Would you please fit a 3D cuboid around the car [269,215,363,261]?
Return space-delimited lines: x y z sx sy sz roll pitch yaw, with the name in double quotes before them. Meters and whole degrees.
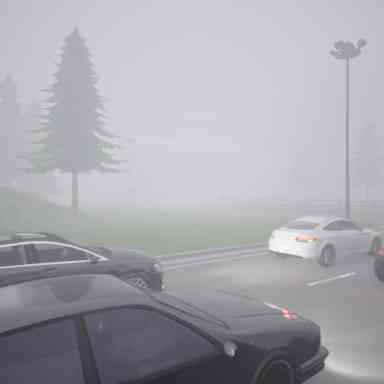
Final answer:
"car" 4.622 1.531 11.376 4.674 1.442 1.812 0 0 -35

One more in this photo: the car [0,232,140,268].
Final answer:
"car" -2.806 1.492 6.043 4.902 1.511 2.128 0 0 -35

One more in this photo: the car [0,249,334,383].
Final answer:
"car" -1.044 1.548 3.000 5.357 1.411 2.033 0 0 -36

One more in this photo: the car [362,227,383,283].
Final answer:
"car" 6.460 1.569 8.394 4.181 1.385 1.994 0 0 -35
